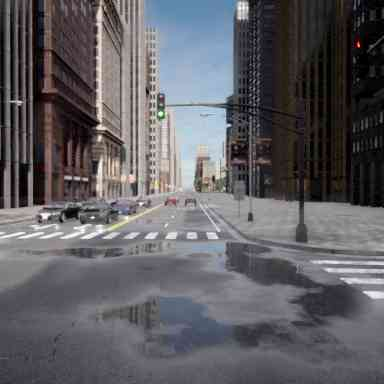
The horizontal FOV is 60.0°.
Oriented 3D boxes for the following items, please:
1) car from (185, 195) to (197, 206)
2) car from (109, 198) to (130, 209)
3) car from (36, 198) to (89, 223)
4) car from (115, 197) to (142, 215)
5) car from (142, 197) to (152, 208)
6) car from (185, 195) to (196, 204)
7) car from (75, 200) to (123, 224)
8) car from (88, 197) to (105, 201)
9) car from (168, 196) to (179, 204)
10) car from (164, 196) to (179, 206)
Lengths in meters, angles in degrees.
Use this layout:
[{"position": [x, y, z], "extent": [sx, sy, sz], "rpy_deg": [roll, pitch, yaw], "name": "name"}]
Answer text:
[{"position": [-0.212, 1.435, 53.924], "extent": [1.837, 1.490, 4.892], "rpy_deg": [0, 0, 0], "name": "car"}, {"position": [-10.017, 1.540, 46.251], "extent": [1.895, 1.301, 4.718], "rpy_deg": [0, 0, 1], "name": "car"}, {"position": [-9.890, 1.465, 25.104], "extent": [2.128, 1.511, 4.902], "rpy_deg": [0, 0, 3], "name": "car"}, {"position": [-6.723, 1.510, 33.596], "extent": [2.033, 1.411, 5.357], "rpy_deg": [0, 0, 0], "name": "car"}, {"position": [-6.766, 1.432, 46.404], "extent": [2.128, 1.511, 4.902], "rpy_deg": [0, 0, 0], "name": "car"}, {"position": [-0.252, 1.399, 64.342], "extent": [2.128, 1.511, 4.902], "rpy_deg": [0, 0, 0], "name": "car"}, {"position": [-6.681, 1.540, 24.355], "extent": [1.994, 1.385, 4.181], "rpy_deg": [0, 0, 0], "name": "car"}, {"position": [-9.978, 1.312, 33.979], "extent": [2.097, 1.767, 4.553], "rpy_deg": [0, 0, 0], "name": "car"}, {"position": [-3.502, 1.507, 64.360], "extent": [1.895, 1.301, 4.718], "rpy_deg": [0, 0, 0], "name": "car"}, {"position": [-3.464, 1.453, 54.294], "extent": [1.812, 1.442, 4.674], "rpy_deg": [0, 0, 0], "name": "car"}]
